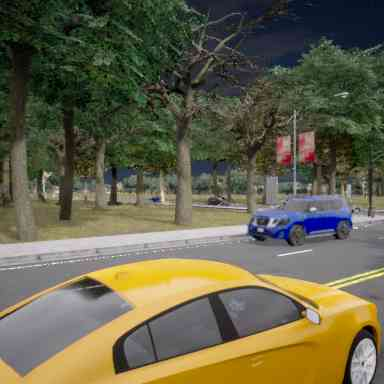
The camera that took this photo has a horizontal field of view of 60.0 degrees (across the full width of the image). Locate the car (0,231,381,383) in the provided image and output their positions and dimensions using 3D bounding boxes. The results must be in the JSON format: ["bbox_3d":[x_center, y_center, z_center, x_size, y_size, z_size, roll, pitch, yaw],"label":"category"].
[{"bbox_3d":[0.050,1.478,3.477,5.008,1.535,1.882,0,0,-36],"label":"car"}]

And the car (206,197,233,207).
[{"bbox_3d":[4.057,1.475,50.393,1.837,1.490,4.892,0,0,-35],"label":"car"}]

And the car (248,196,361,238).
[{"bbox_3d":[5.094,1.226,15.251,5.566,2.045,2.150,0,0,-35],"label":"car"}]

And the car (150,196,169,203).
[{"bbox_3d":[-6.386,1.485,65.184,1.882,1.535,5.008,0,0,-36],"label":"car"}]
